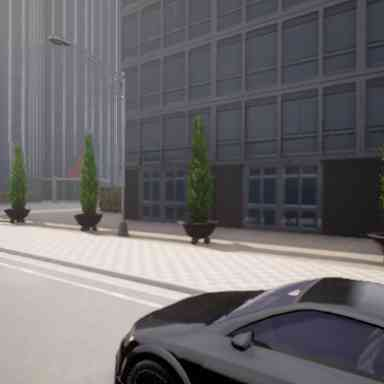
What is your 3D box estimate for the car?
[{"bbox_3d":[1.230,1.561,3.115,4.181,1.385,1.994,0,0,36],"label":"car"}]
